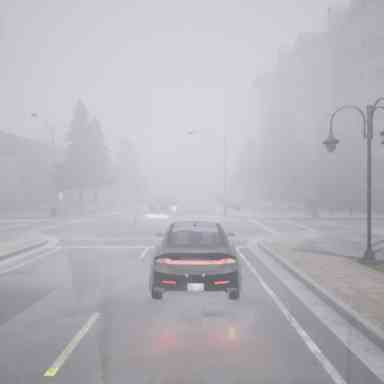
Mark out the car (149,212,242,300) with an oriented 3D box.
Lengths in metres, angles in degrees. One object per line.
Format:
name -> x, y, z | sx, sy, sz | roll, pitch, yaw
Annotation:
car -> 0.081, 1.486, 8.370 | 2.128, 1.511, 4.902 | 0, 0, 0

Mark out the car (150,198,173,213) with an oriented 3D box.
car -> -3.588, 1.465, 37.143 | 2.128, 1.511, 4.902 | 0, 0, 0

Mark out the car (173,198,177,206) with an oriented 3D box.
car -> -3.558, 1.562, 54.693 | 1.895, 1.301, 4.718 | 0, 0, 0
